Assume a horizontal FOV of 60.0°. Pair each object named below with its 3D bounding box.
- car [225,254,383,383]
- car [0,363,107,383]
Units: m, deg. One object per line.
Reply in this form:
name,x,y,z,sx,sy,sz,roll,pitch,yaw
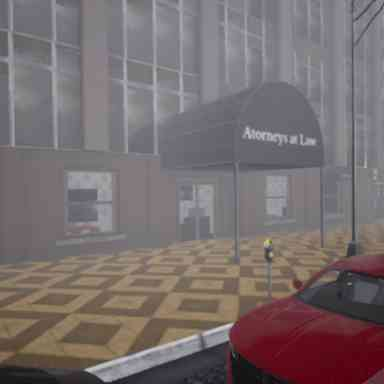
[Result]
car,2.418,1.534,4.184,4.507,1.381,1.887,0,0,-36
car,-2.199,1.569,0.870,4.313,1.339,1.947,0,0,-36
